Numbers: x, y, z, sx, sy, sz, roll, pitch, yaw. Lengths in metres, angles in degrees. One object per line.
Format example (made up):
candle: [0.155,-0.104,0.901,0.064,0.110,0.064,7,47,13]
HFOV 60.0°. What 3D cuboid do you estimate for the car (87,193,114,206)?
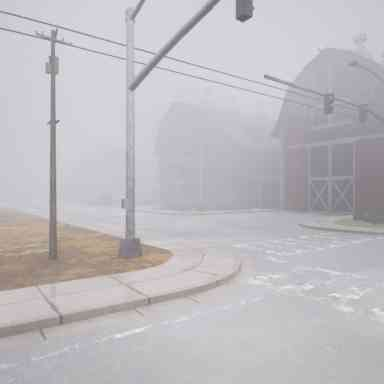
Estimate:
car: [-13.869,1.117,50.556,3.866,1.878,1.905,-2,5,11]
